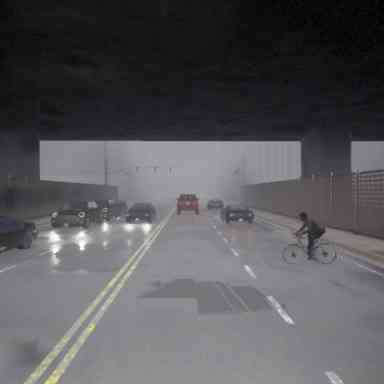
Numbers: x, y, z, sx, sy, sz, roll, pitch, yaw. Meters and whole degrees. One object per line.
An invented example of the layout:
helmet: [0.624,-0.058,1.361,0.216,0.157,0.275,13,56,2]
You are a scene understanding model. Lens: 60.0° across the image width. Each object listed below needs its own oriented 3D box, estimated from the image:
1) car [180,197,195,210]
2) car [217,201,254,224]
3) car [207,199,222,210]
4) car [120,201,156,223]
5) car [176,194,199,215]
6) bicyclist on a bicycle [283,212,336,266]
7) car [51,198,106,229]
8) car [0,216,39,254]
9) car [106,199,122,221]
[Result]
car: [-0.623,1.470,44.985,1.882,1.535,5.008,0,0,-1]
car: [3.264,1.596,24.850,1.895,1.301,4.718,0,0,-1]
car: [2.993,1.557,42.902,1.994,1.385,4.181,0,0,-1]
car: [-3.862,1.543,25.920,2.033,1.411,5.357,0,0,0]
car: [-0.422,1.215,34.276,2.150,2.045,5.566,0,0,-1]
bicyclist on a bicycle: [3.569,1.443,10.132,1.656,1.620,0.582,-1,0,-1]
car: [-7.382,1.348,21.661,2.097,1.767,4.553,0,0,-1]
car: [-7.246,1.546,11.480,2.033,1.411,5.357,0,0,-1]
car: [-7.367,1.347,27.006,2.097,1.767,4.553,0,0,-1]
